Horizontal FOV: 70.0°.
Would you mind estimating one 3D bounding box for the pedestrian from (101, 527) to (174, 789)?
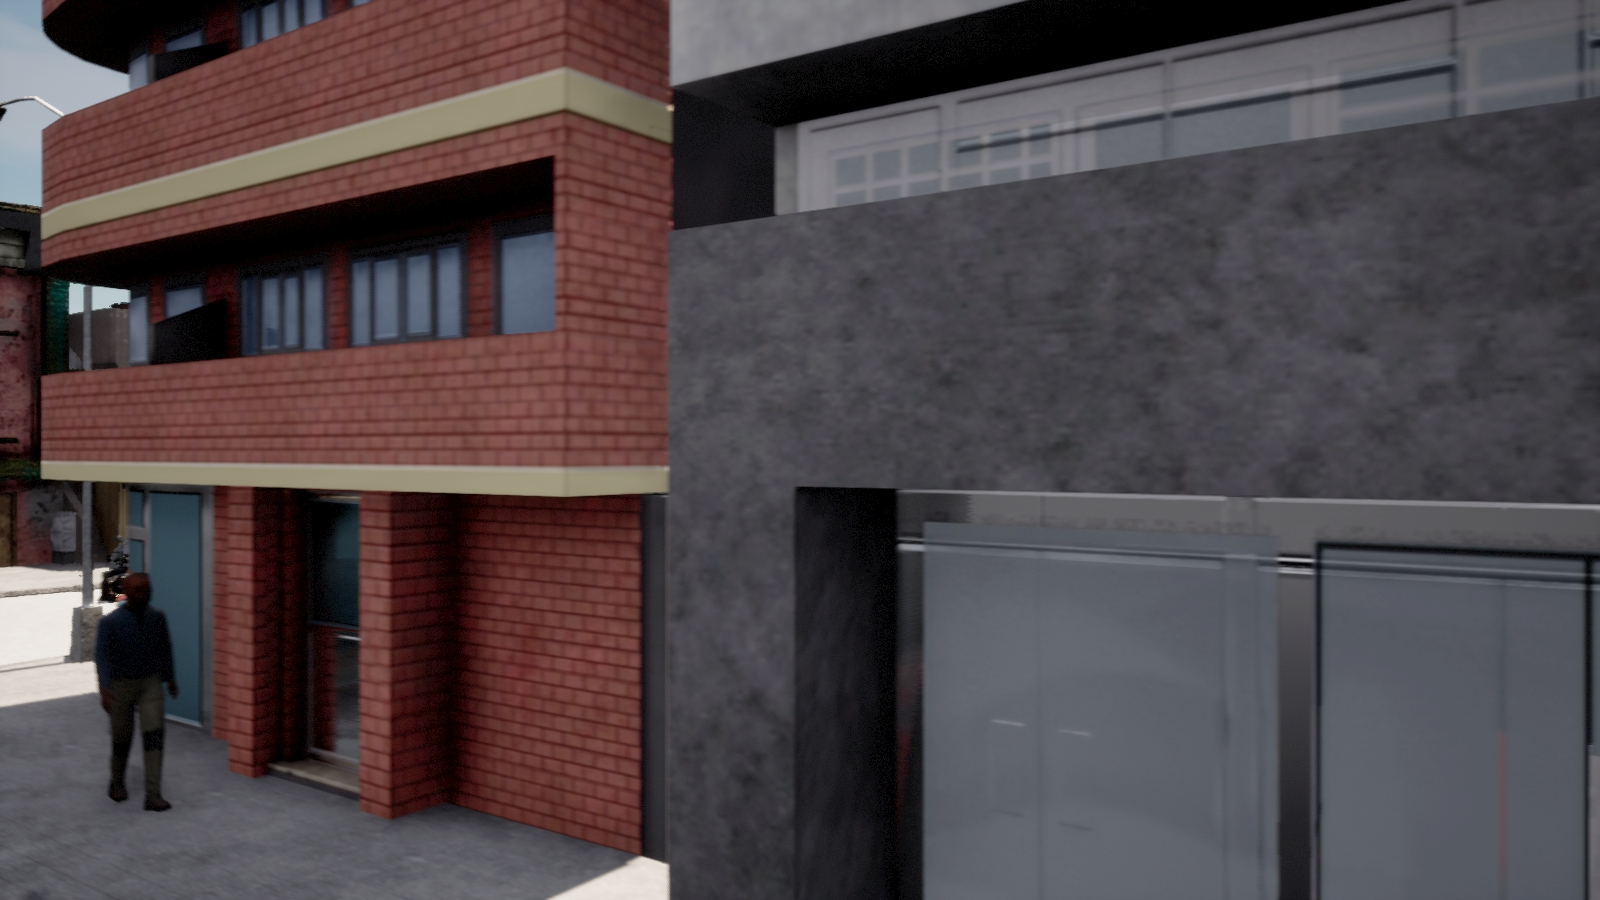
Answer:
[{"bbox_3d":[-4.949,1.524,8.533,0.375,1.860,0.375,0,0,43],"label":"pedestrian"}]

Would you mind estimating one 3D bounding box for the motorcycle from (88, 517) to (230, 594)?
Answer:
[{"bbox_3d":[-12.217,1.985,21.844,0.867,1.251,2.209,0,0,33],"label":"motorcycle"}]
